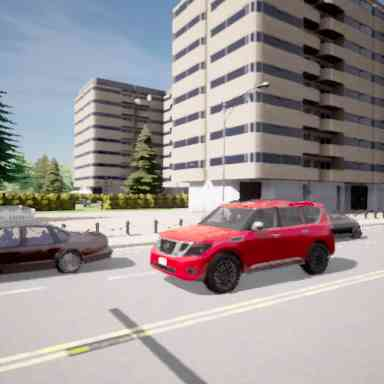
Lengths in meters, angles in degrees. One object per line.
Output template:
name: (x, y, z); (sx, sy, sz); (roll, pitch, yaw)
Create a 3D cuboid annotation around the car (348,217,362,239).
car: (6.605, 1.688, 16.697); (4.181, 1.385, 1.994); (1, 0, -33)

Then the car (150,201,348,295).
car: (1.636, 1.274, 9.231); (5.566, 2.045, 2.150); (1, 0, -33)

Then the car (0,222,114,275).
car: (-4.935, 1.553, 9.102); (5.357, 1.411, 2.033); (1, 0, -33)
